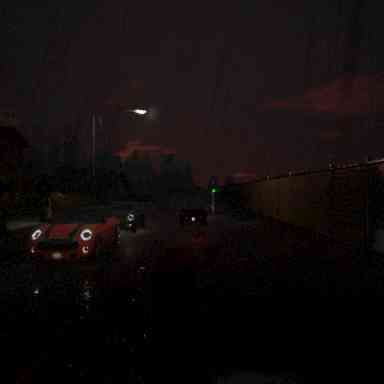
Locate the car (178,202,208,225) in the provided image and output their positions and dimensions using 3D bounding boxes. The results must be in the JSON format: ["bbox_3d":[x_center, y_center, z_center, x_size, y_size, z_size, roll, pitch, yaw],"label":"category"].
[{"bbox_3d":[0.082,1.478,23.925,1.837,1.490,4.892,0,0,0],"label":"car"}]

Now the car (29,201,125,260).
[{"bbox_3d":[-4.102,1.337,12.338,2.097,1.767,4.553,0,0,0],"label":"car"}]

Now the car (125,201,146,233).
[{"bbox_3d":[-4.015,1.331,19.394,2.097,1.767,4.553,0,0,0],"label":"car"}]
